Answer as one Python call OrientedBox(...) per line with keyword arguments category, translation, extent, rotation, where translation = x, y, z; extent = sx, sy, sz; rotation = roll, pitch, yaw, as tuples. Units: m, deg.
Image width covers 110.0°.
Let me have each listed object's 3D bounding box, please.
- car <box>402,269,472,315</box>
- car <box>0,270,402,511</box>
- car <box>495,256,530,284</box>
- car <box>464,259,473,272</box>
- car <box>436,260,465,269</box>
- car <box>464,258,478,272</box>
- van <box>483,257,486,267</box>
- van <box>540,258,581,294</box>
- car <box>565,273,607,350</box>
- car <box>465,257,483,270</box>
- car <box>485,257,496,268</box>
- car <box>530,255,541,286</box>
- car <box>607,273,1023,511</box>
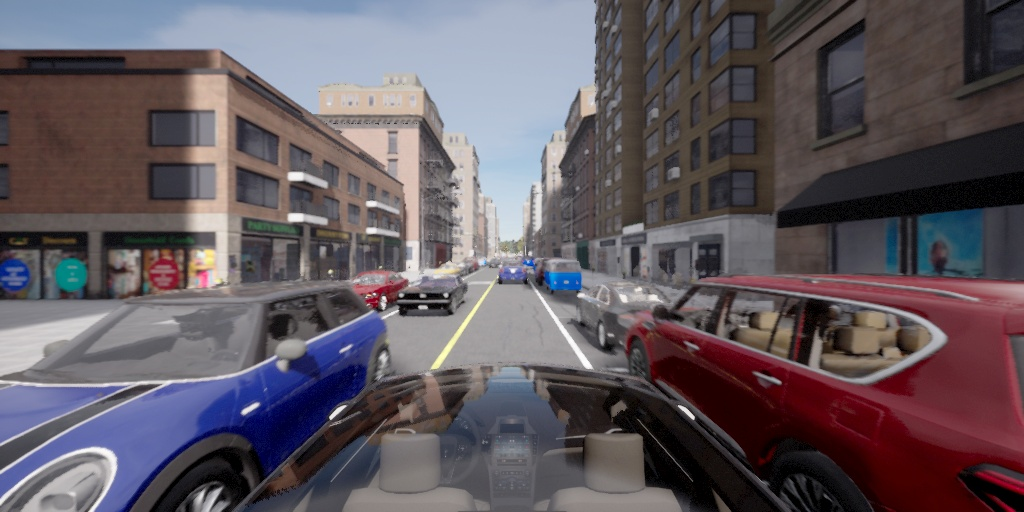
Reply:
OrientedBox(category="car", translation=(-2.838, 1.336, 13.658), extent=(1.895, 1.301, 4.718), rotation=(0, 0, 0))
OrientedBox(category="car", translation=(-2.849, 1.100, 3.475), extent=(2.097, 1.767, 4.553), rotation=(0, 0, 0))
OrientedBox(category="car", translation=(0.075, 1.068, 27.059), extent=(2.097, 1.767, 4.553), rotation=(0, 0, 0))
OrientedBox(category="car", translation=(-5.395, 1.256, 35.858), extent=(2.007, 1.370, 4.403), rotation=(0, 0, 0))
OrientedBox(category="car", translation=(-5.397, 1.238, 30.283), extent=(1.751, 1.417, 4.829), rotation=(0, 0, 0))
OrientedBox(category="car", translation=(-5.393, 1.264, 41.265), extent=(1.948, 1.339, 4.313), rotation=(0, 0, 0))
OrientedBox(category="van", translation=(-5.386, 1.010, 62.889), extent=(1.690, 1.789, 3.998), rotation=(0, 0, 0))
OrientedBox(category="van", translation=(2.691, 1.068, 19.640), extent=(1.690, 1.789, 3.998), rotation=(0, 0, 0))
OrientedBox(category="car", translation=(2.700, 1.291, 8.828), extent=(2.007, 1.370, 4.403), rotation=(0, 0, 0))
OrientedBox(category="car", translation=(-5.391, 1.005, 46.671), extent=(2.192, 1.841, 5.009), rotation=(0, 0, 0))
OrientedBox(category="car", translation=(-2.799, 1.181, 57.599), extent=(1.837, 1.490, 4.892), rotation=(0, 0, 1))
OrientedBox(category="car", translation=(2.687, 1.034, 25.047), extent=(2.192, 1.841, 5.009), rotation=(0, 0, 0))
OrientedBox(category="car", translation=(2.705, 1.063, 3.421), extent=(2.192, 1.841, 5.009), rotation=(0, 0, 0))
